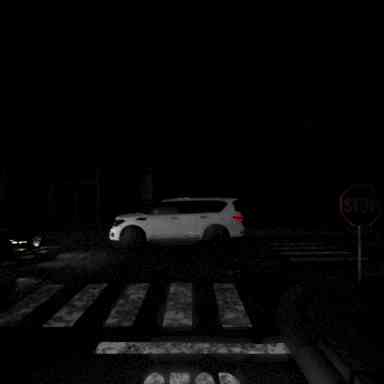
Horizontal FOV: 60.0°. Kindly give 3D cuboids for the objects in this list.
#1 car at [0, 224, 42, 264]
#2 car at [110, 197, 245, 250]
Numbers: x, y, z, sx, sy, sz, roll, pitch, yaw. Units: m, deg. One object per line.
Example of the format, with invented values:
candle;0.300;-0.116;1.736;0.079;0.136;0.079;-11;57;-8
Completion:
car;-7.619;1.571;11.125;4.892;1.490;1.837;-1;-1;0
car;-0.576;1.257;14.092;5.566;2.045;2.150;-1;-1;0
